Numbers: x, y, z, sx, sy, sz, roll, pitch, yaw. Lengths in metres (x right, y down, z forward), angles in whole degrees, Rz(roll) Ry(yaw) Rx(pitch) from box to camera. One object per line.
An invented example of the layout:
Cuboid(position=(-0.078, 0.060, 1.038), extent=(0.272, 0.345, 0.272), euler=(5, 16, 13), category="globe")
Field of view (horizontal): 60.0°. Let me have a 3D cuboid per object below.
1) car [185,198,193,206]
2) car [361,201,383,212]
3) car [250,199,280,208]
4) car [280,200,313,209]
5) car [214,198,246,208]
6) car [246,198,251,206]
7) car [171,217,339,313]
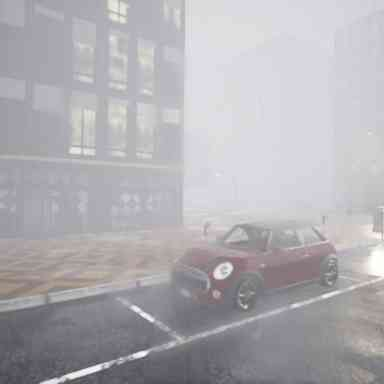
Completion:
Cuboid(position=(-1.601, 1.683, 56.295), extent=(1.887, 1.381, 4.507), euler=(1, -1, -35), category="car")
Cuboid(position=(21.614, 1.666, 37.979), extent=(1.947, 1.339, 4.313), euler=(1, -1, -35), category="car")
Cuboid(position=(11.793, 1.736, 51.869), extent=(1.887, 1.381, 4.507), euler=(1, -1, -35), category="car")
Cuboid(position=(15.066, 1.743, 47.238), extent=(1.802, 1.307, 4.206), euler=(1, -1, -35), category="car")
Cuboid(position=(4.947, 1.628, 47.035), extent=(2.008, 1.369, 4.403), euler=(1, -1, -35), category="car")
Cuboid(position=(8.519, 1.662, 56.499), extent=(1.967, 1.590, 4.097), euler=(1, -1, -35), category="car")
Cuboid(position=(1.507, 1.433, 7.620), extent=(4.097, 1.590, 1.967), euler=(0, 1, -35), category="car")
